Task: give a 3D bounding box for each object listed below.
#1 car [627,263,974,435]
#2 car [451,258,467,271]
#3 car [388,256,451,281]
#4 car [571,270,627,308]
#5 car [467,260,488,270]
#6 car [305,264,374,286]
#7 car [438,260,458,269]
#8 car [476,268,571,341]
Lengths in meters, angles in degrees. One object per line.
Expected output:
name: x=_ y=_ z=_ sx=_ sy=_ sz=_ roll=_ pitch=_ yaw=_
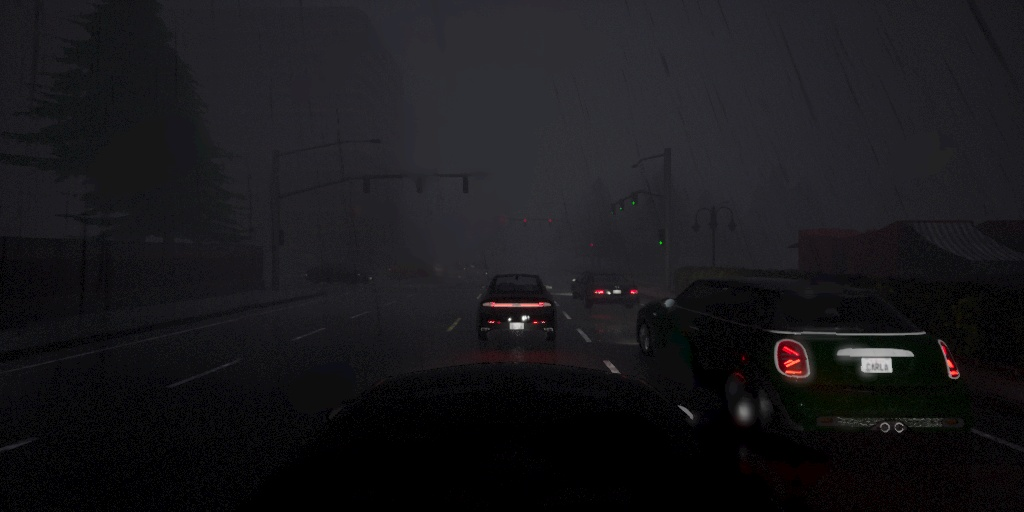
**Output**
car: x=3.630 y=1.102 z=5.677 sx=2.097 sy=1.767 sz=4.553 roll=0 pitch=0 yaw=0
car: x=-7.624 y=1.102 z=47.906 sx=2.097 sy=1.767 sz=4.553 roll=0 pitch=0 yaw=-12
car: x=-7.740 y=1.141 z=29.542 sx=4.553 sy=1.767 sz=2.097 roll=0 pitch=0 yaw=1
car: x=3.707 y=1.297 z=15.050 sx=2.033 sy=1.411 sz=5.357 roll=0 pitch=0 yaw=1
car: x=-4.714 y=1.314 z=51.535 sx=1.994 sy=1.385 sz=4.181 roll=0 pitch=0 yaw=-18
car: x=-12.151 y=1.293 z=25.403 sx=4.902 sy=1.511 sz=2.128 roll=0 pitch=0 yaw=14
car: x=-10.215 y=1.351 z=56.572 sx=1.895 sy=1.301 sz=4.718 roll=0 pitch=0 yaw=-26
car: x=0.135 y=1.242 z=9.873 sx=2.128 sy=1.511 sz=4.902 roll=0 pitch=0 yaw=1
